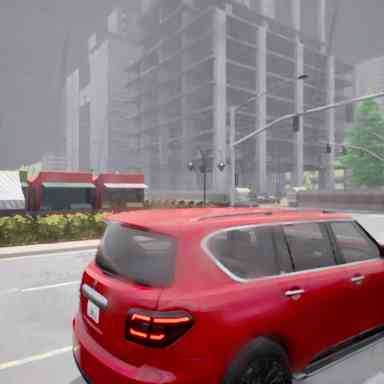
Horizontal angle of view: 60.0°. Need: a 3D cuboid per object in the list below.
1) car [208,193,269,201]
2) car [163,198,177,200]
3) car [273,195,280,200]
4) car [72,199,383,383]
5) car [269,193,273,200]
[{"bbox_3d":[3.605,1.157,28.983,2.150,2.045,5.566,0,0,-36],"label":"car"},{"bbox_3d":[-2.445,1.413,37.322,1.882,1.535,5.008,0,0,-36],"label":"car"},{"bbox_3d":[14.051,1.093,59.912,1.905,1.878,3.866,0,0,-36],"label":"car"},{"bbox_3d":[1.259,1.220,4.686,5.566,2.045,2.150,0,0,-35],"label":"car"},{"bbox_3d":[11.661,1.094,58.199,1.905,1.878,3.866,0,0,-36],"label":"car"}]
